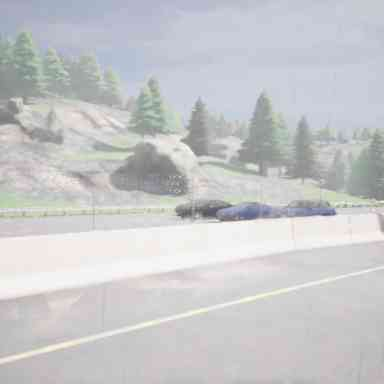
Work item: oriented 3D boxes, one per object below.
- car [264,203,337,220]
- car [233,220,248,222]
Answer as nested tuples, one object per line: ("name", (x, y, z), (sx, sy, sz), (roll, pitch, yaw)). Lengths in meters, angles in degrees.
("car", (6.979, 1.261, 20.909), (4.553, 1.767, 2.097), (0, 0, -30))
("car", (3.892, 1.392, 23.148), (4.674, 1.442, 1.812), (0, 0, -31))
